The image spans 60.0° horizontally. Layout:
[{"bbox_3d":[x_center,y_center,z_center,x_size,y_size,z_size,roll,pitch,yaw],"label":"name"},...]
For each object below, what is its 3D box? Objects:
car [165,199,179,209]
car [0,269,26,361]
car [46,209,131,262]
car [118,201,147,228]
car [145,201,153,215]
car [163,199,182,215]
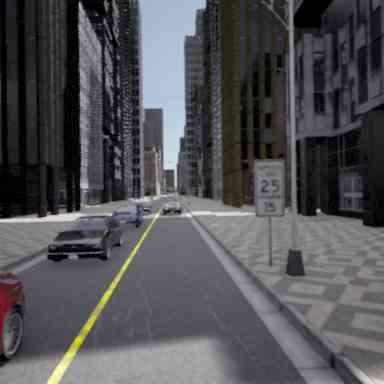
[{"bbox_3d":[-2.911,1.736,48.356,1.994,1.385,4.181,-1,0,-3],"label":"car"},{"bbox_3d":[-3.236,1.583,3.238,1.812,1.442,4.674,-1,0,-5],"label":"car"},{"bbox_3d":[-3.840,1.637,12.938,2.033,1.411,5.357,-1,0,-4],"label":"car"},{"bbox_3d":[-4.492,1.652,23.510,1.812,1.442,4.674,-1,0,-3],"label":"car"},{"bbox_3d":[-5.113,1.568,34.814,1.895,1.301,4.718,-1,0,-4],"label":"car"},{"bbox_3d":[-2.089,1.724,35.546,1.895,1.301,4.718,-1,0,-3],"label":"car"}]
